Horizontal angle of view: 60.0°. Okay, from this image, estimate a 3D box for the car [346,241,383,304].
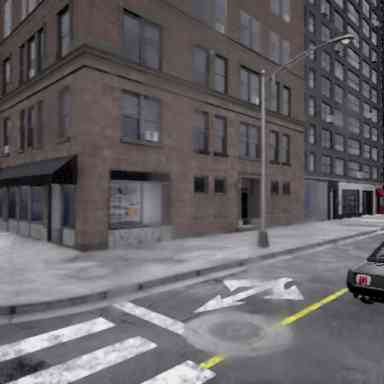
[{"bbox_3d":[5.211,1.693,7.398,1.895,1.301,4.718,-1,-1,44],"label":"car"}]
